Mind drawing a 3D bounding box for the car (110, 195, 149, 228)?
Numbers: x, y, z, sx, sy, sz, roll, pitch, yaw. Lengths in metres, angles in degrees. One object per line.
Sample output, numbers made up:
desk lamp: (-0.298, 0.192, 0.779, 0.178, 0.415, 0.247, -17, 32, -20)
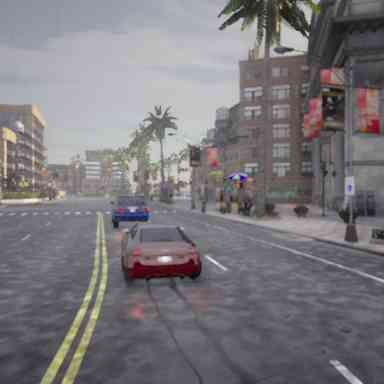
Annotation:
car: (-4.221, 1.190, 22.333, 2.150, 2.045, 5.566, 0, 0, -15)

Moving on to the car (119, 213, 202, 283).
car: (-1.060, 1.550, 9.793, 1.994, 1.385, 4.181, 0, 0, -12)
